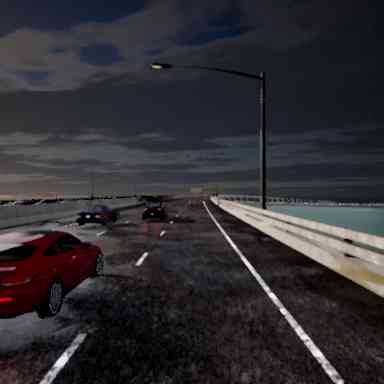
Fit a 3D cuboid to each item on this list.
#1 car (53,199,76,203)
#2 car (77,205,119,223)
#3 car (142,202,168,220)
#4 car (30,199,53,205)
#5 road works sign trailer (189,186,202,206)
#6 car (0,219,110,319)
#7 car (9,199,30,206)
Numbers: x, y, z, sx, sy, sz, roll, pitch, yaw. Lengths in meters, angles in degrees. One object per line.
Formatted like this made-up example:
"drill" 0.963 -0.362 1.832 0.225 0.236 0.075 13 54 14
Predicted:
"car" -17.154 1.788 46.334 1.994 1.385 4.181 0 0 1
"car" -6.774 1.666 24.252 2.033 1.411 5.357 0 0 1
"car" -3.217 1.636 29.548 2.128 1.511 4.902 0 0 1
"car" -20.626 1.736 47.512 1.837 1.490 4.892 0 -1 1
"road works sign trailer" 0.744 0.760 62.445 2.380 3.560 2.880 0 0 1
"car" -3.381 1.563 7.355 1.812 1.442 4.674 0 0 0
"car" -24.122 1.722 47.591 2.128 1.511 4.902 0 0 1
